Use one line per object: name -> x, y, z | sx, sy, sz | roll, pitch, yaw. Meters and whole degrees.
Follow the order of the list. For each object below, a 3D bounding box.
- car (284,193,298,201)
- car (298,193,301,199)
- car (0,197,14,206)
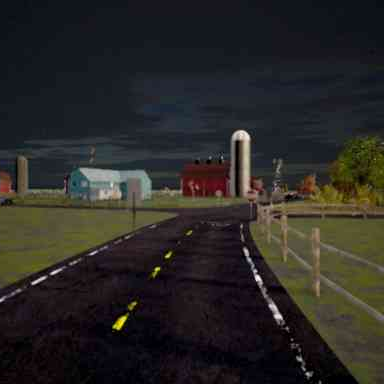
car -> 23.383, 1.365, 79.816 | 1.837, 1.490, 4.892 | 0, 0, 26
car -> 28.001, 1.085, 89.127 | 2.097, 1.767, 4.553 | 0, 0, 26
car -> -29.340, 1.410, 50.934 | 4.181, 1.385, 1.994 | 0, 1, 26
